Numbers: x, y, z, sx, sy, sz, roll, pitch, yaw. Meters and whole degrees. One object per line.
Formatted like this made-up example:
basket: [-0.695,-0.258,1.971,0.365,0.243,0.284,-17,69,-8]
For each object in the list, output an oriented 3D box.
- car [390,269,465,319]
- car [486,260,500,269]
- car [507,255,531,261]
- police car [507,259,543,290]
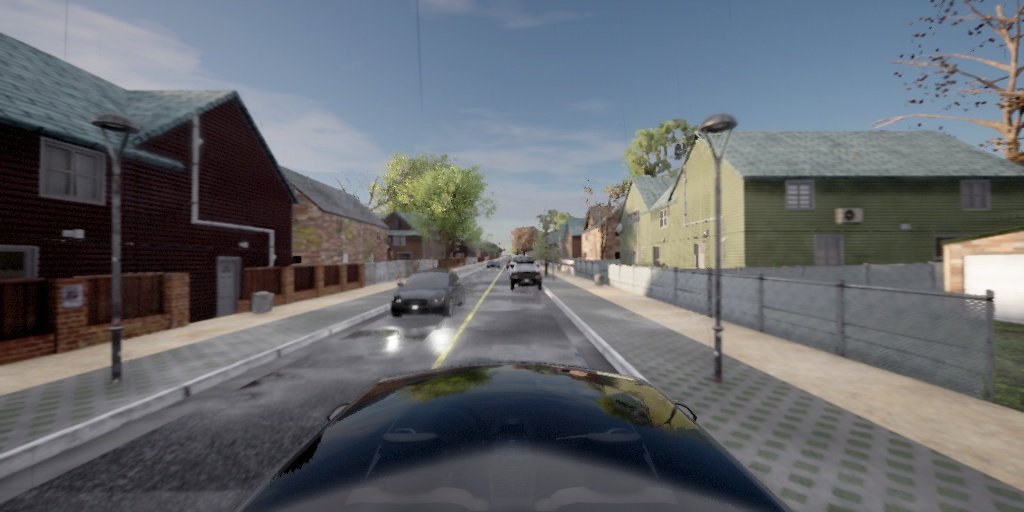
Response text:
car: [-2.848,1.255,12.973,1.837,1.490,4.892,0,0,0]
car: [-2.807,1.295,54.834,1.994,1.385,4.181,0,0,0]
car: [0.827,0.969,32.582,2.150,2.045,5.566,0,0,0]
police car: [0.826,1.173,22.659,1.930,1.638,5.238,0,0,0]
